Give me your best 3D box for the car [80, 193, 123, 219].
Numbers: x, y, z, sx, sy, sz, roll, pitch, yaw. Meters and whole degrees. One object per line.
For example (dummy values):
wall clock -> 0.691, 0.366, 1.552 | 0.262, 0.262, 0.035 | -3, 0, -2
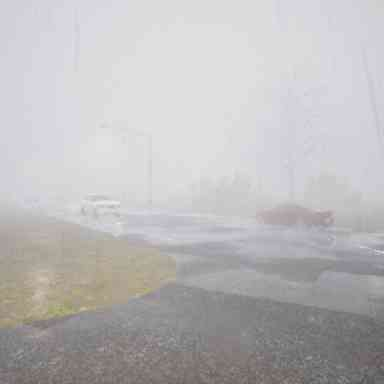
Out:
car -> -7.826, 1.107, 28.229 | 2.150, 2.045, 5.566 | 0, 0, -35

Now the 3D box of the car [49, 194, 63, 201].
car -> -29.361, 1.142, 71.734 | 2.033, 1.411, 5.357 | 0, 0, -35

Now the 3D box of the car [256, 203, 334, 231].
car -> 6.107, 1.416, 20.364 | 1.882, 1.535, 5.008 | 0, 0, -35

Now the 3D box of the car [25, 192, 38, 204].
car -> -28.050, 1.238, 58.039 | 2.033, 1.411, 5.357 | 0, 0, -30
